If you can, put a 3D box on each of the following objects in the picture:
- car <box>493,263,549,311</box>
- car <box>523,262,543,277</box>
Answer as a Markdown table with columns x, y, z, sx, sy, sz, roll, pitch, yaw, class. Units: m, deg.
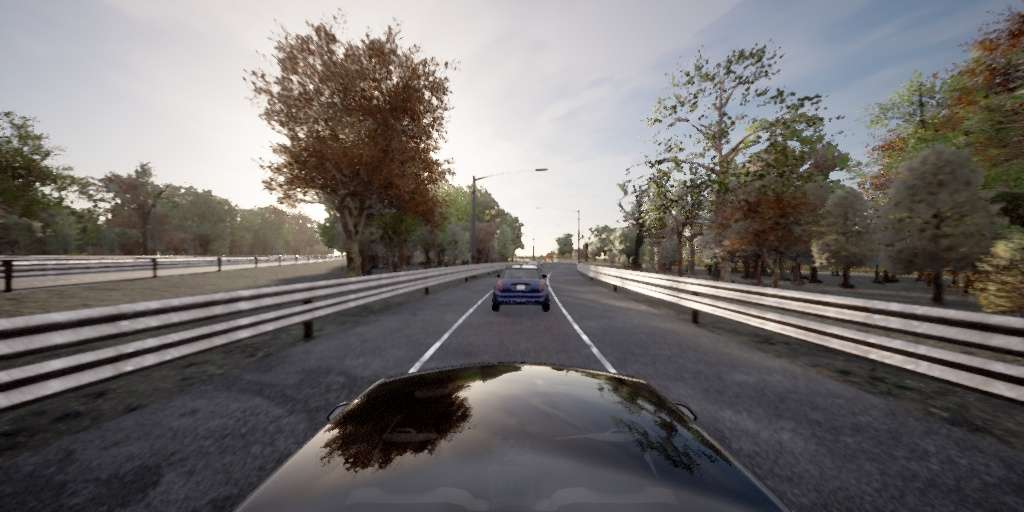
| x | y | z | sx | sy | sz | roll | pitch | yaw | class |
| --- | --- | --- | --- | --- | --- | --- | --- | --- | --- |
| 0.405 | 1.171 | 15.087 | 2.097 | 1.767 | 4.553 | 0 | 0 | 2 | car |
| 2.399 | 1.477 | 39.604 | 1.837 | 1.490 | 4.892 | 0 | 0 | 7 | car |
